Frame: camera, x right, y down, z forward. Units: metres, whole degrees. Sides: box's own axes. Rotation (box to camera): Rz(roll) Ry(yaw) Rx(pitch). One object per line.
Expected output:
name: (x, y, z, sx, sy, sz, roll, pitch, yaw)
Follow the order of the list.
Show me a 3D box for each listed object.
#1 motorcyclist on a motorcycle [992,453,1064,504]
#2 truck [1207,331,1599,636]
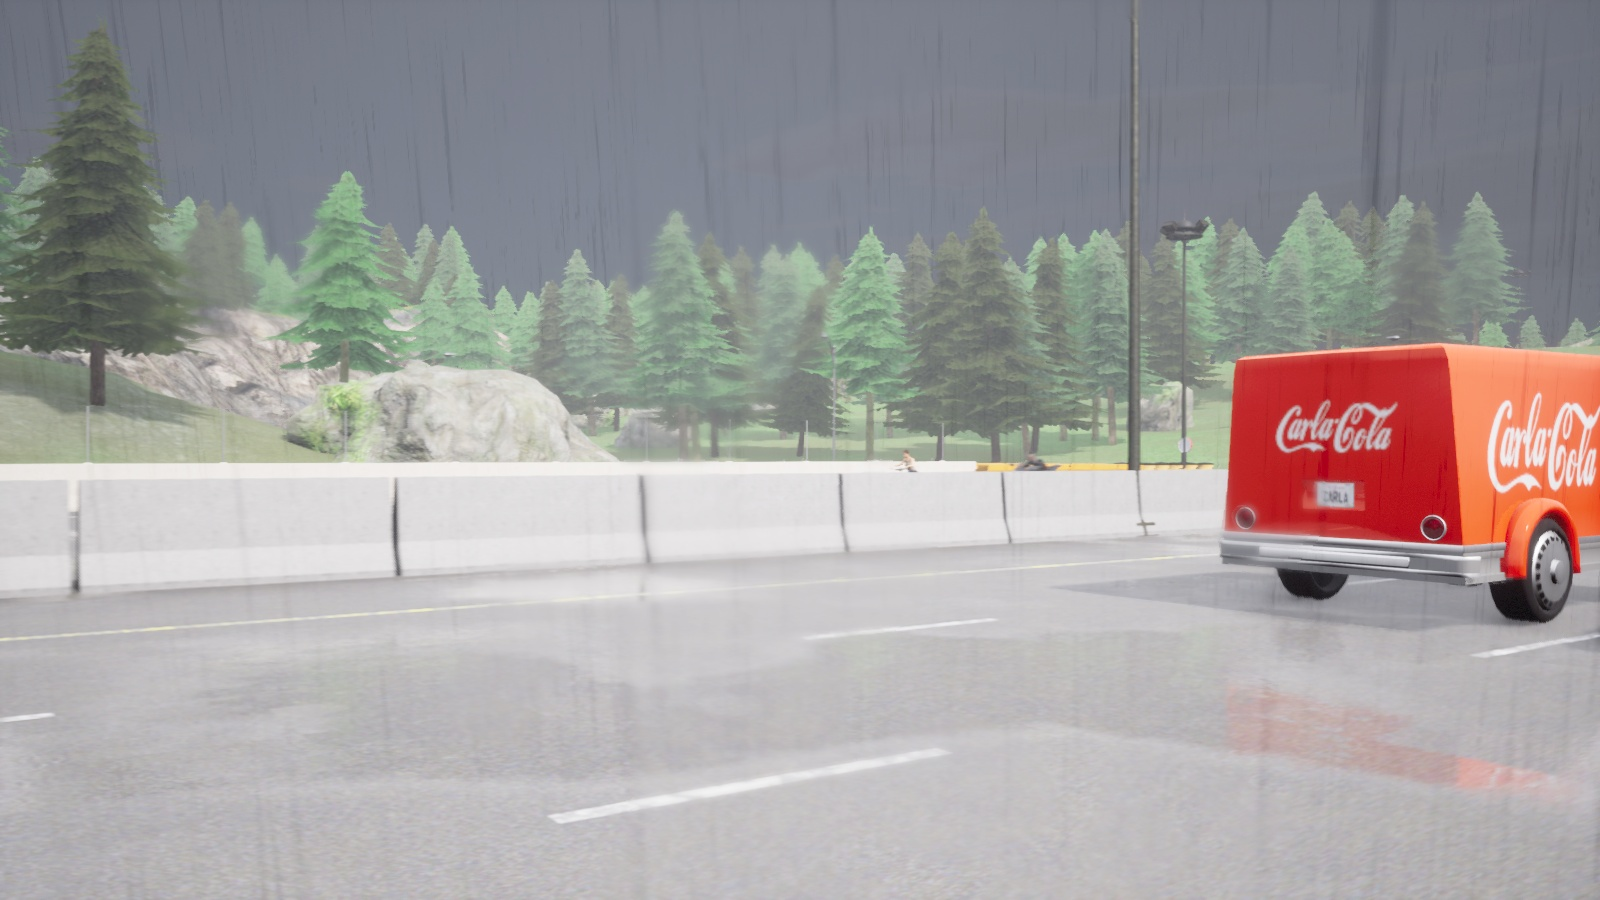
motorcyclist on a motorcycle: (6.970, 0.859, 38.360, 2.191, 1.530, 0.866, 0, 0, -35)
truck: (6.875, 0.275, 12.710, 5.204, 2.467, 2.627, 0, 0, -35)
